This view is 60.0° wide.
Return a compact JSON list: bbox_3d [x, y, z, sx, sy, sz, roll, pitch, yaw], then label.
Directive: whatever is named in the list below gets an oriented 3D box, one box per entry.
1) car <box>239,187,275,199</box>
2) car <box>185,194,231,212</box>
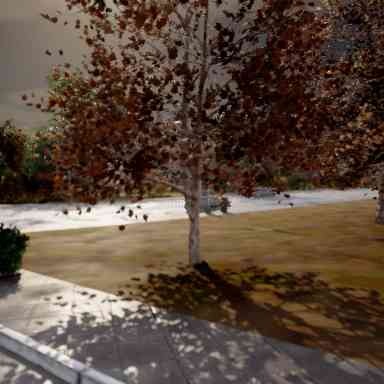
[{"bbox_3d":[8.569,0.128,42.457,4.181,1.385,1.994,-3,3,-29],"label":"car"},{"bbox_3d":[1.455,0.898,29.577,4.181,1.385,1.994,-3,3,-35],"label":"car"}]
